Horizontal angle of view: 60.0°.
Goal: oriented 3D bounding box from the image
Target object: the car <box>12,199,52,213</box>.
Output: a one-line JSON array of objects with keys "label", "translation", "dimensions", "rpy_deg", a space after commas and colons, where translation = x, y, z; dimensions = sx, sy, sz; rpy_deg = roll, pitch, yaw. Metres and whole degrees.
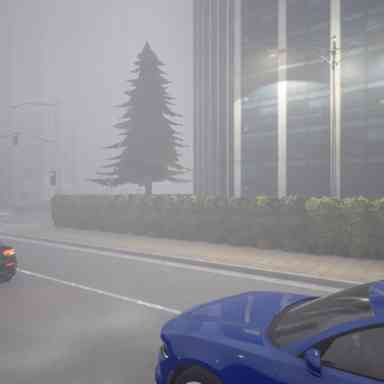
[{"label": "car", "translation": [-17.212, 1.547, 37.467], "dimensions": [2.033, 1.411, 5.357], "rpy_deg": [0, 0, 36]}]

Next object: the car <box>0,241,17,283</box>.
[{"label": "car", "translation": [-6.203, 1.526, 8.376], "dimensions": [4.674, 1.442, 1.812], "rpy_deg": [0, 0, 36]}]

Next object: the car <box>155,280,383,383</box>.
[{"label": "car", "translation": [1.923, 1.478, 2.622], "dimensions": [5.008, 1.535, 1.882], "rpy_deg": [0, 0, 36]}]
